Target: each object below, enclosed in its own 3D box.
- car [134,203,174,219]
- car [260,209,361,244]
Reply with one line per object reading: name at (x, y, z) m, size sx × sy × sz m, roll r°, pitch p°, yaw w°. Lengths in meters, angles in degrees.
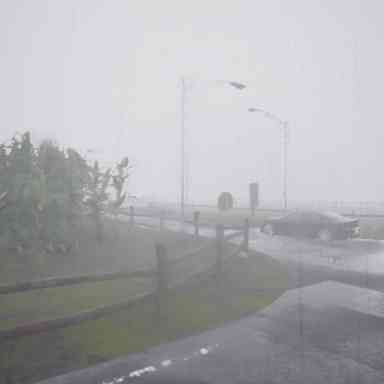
car at (-3.618, 1.687, 30.437) m, size 1.895 × 1.301 × 4.718 m, roll 1°, pitch 0°, yaw -36°
car at (5.821, 1.624, 16.915) m, size 1.882 × 1.535 × 5.008 m, roll -3°, pitch 2°, yaw -42°
